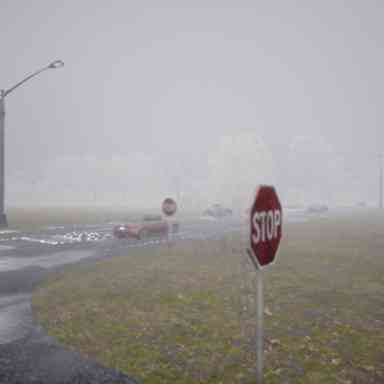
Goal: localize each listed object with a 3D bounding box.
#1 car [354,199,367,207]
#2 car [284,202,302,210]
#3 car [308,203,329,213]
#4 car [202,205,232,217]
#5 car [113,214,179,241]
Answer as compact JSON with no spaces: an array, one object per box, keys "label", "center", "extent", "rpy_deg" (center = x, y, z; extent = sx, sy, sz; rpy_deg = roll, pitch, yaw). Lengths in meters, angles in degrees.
[{"label":"car","center":[39.657,2.680,77.864],"extent":[1.882,1.535,5.008],"rpy_deg":[0,-1,36]},{"label":"car","center":[18.310,2.507,60.324],"extent":[1.895,1.301,4.718],"rpy_deg":[0,0,36]},{"label":"car","center":[18.523,2.348,48.686],"extent":[2.033,1.411,5.357],"rpy_deg":[0,-1,36]},{"label":"car","center":[2.997,2.236,39.179],"extent":[1.994,1.385,4.181],"rpy_deg":[0,0,36]},{"label":"car","center":[-2.590,1.960,19.531],"extent":[1.994,1.385,4.181],"rpy_deg":[0,-1,36]}]
